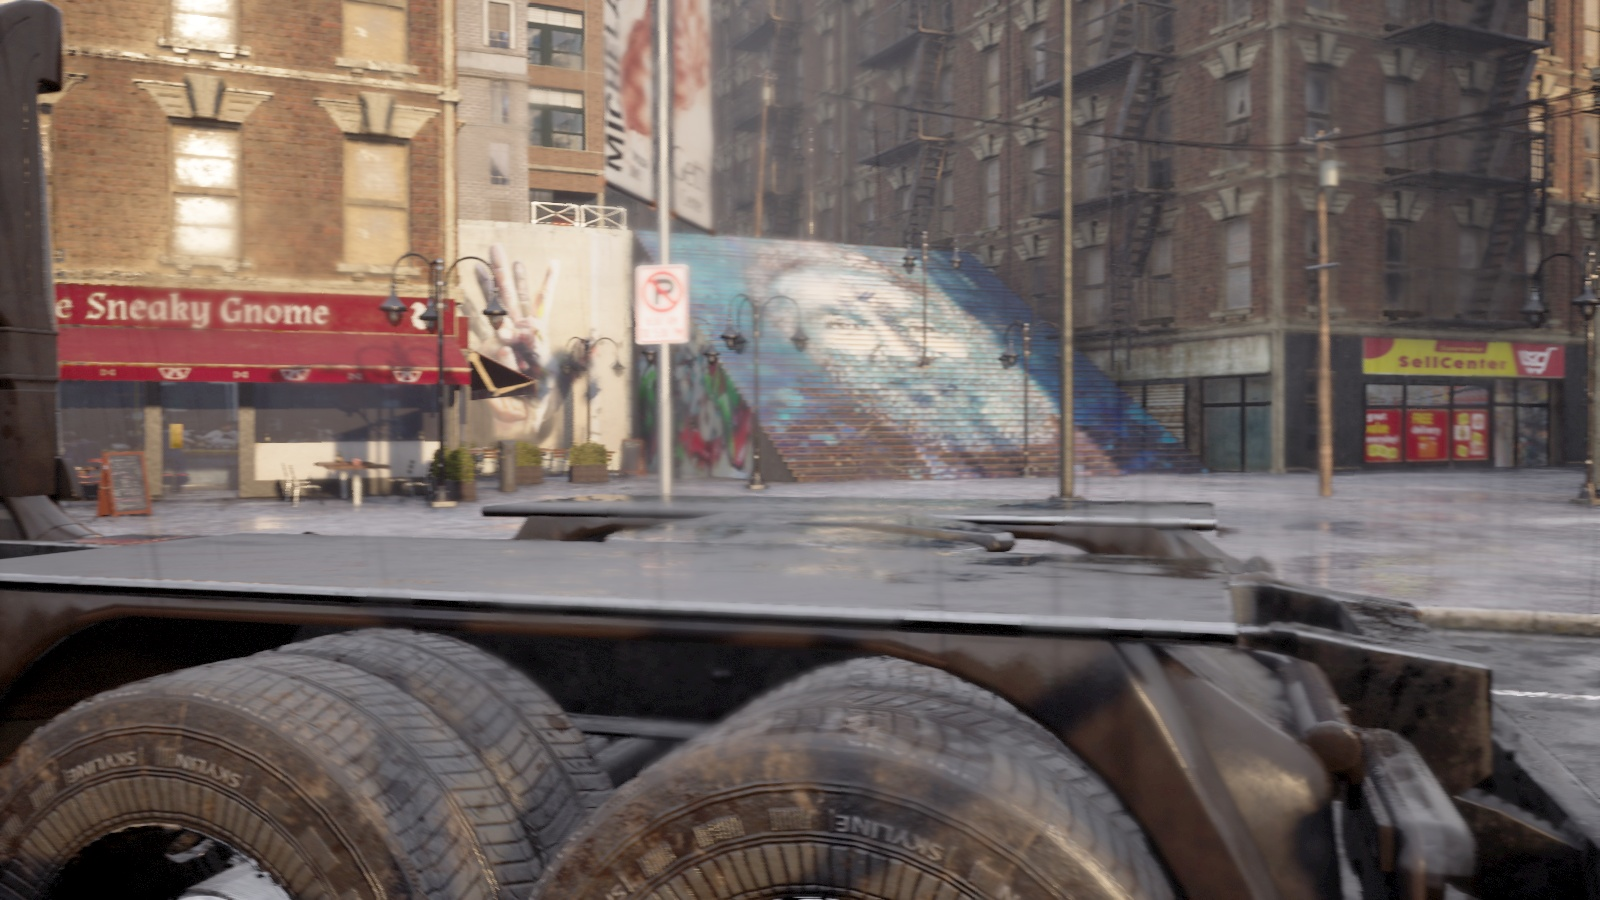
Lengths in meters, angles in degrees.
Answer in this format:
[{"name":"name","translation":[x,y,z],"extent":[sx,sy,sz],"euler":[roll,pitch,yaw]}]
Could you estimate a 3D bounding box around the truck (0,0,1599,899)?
[{"name":"truck","translation":[-2.183,-0.230,3.887],"extent":[7.936,3.462,2.891],"euler":[0,1,18]}]
